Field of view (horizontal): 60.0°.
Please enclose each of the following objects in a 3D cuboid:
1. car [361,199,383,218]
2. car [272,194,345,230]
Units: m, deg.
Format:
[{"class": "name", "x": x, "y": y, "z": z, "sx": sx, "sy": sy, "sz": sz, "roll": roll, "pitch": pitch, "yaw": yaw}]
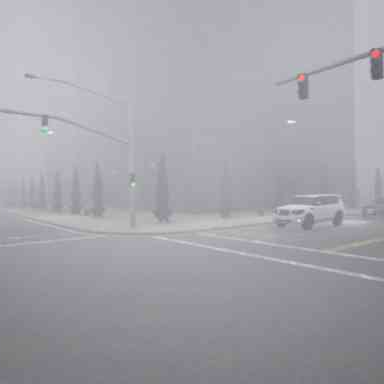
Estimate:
[{"class": "car", "x": 15.768, "y": 1.311, "z": 27.353, "sx": 4.902, "sy": 1.511, "sz": 2.128, "roll": -1, "pitch": 0, "yaw": -37}, {"class": "car", "x": 7.514, "y": 1.160, "z": 21.103, "sx": 5.566, "sy": 2.045, "sz": 2.150, "roll": -1, "pitch": 0, "yaw": -37}]
